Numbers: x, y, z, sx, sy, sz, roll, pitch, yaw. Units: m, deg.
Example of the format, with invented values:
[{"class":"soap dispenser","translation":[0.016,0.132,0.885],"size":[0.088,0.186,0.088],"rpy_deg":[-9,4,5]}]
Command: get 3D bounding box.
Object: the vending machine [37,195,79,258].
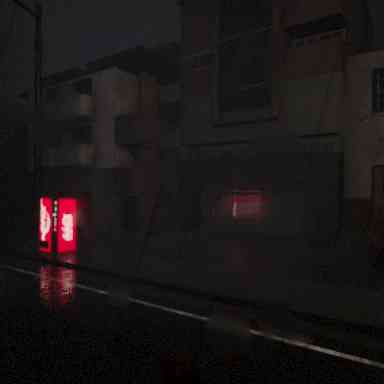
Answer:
[{"class":"vending machine","translation":[-4.837,1.184,12.043],"size":[0.880,2.100,1.100],"rpy_deg":[1,0,35]}]
